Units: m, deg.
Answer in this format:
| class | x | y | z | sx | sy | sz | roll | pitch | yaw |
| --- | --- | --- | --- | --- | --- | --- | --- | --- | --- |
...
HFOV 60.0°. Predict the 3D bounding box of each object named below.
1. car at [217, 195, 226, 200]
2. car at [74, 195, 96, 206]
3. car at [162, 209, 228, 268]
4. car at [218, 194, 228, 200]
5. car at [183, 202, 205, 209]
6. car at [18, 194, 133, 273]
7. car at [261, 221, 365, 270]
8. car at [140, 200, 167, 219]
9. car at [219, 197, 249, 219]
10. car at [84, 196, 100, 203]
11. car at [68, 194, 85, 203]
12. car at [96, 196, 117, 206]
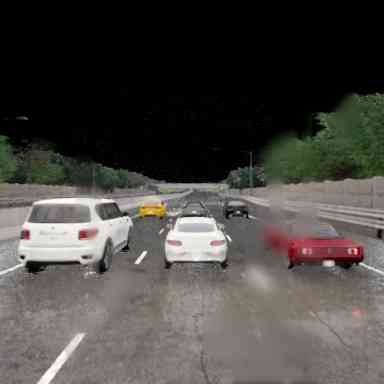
| class | x | y | z | sx | sy | sz | roll | pitch | yaw |
| --- | --- | --- | --- | --- | --- | --- | --- | --- | --- |
| car | 7.803 | 1.393 | 88.279 | 1.895 | 1.301 | 4.718 | 0 | 0 | 1 |
| car | -17.258 | 1.309 | 53.873 | 2.097 | 1.767 | 4.553 | 0 | 0 | 1 |
| car | 0.116 | 1.515 | 11.106 | 1.812 | 1.442 | 4.674 | 0 | 0 | 0 |
| car | 7.495 | 1.308 | 78.711 | 2.128 | 1.511 | 4.902 | 0 | 0 | 3 |
| car | 0.187 | 1.540 | 28.097 | 1.994 | 1.385 | 4.181 | 0 | 0 | 0 |
| car | -3.385 | 1.212 | 10.808 | 2.150 | 2.045 | 5.566 | 0 | 0 | 0 |
| car | 3.616 | 1.591 | 10.986 | 1.895 | 1.301 | 4.718 | 0 | 0 | 0 |
| car | -3.308 | 1.453 | 29.015 | 1.882 | 1.535 | 5.008 | 0 | 0 | 0 |
| car | 3.692 | 1.453 | 29.017 | 1.882 | 1.535 | 5.008 | 0 | 0 | 0 |
| car | -20.522 | 1.474 | 68.151 | 1.994 | 1.385 | 4.181 | 0 | 0 | 1 |
| car | -23.384 | 1.281 | 67.388 | 2.097 | 1.767 | 4.553 | 0 | 0 | -2 |
| car | -13.763 | 1.449 | 53.729 | 2.128 | 1.511 | 4.902 | 0 | 0 | 1 |
